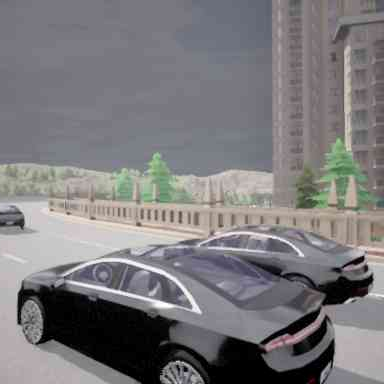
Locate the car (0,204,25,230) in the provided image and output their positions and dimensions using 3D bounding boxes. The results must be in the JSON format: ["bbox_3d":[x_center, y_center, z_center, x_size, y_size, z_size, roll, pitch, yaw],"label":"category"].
[{"bbox_3d":[-11.654,1.507,20.308,2.128,1.511,4.902,0,0,-40],"label":"car"}]

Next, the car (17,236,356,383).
[{"bbox_3d":[-0.629,1.506,4.684,4.902,1.511,2.128,0,0,38],"label":"car"}]

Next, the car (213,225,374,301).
[{"bbox_3d":[1.345,1.520,7.569,4.902,1.511,2.128,0,0,38],"label":"car"}]
